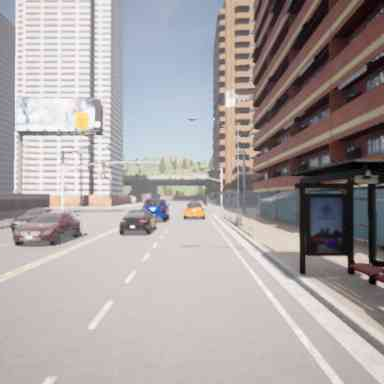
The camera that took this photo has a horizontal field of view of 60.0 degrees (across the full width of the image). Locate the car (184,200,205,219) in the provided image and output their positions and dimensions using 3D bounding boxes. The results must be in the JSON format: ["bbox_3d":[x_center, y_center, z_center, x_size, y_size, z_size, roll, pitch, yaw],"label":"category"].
[{"bbox_3d":[0.225,1.812,34.185,2.097,1.767,4.553,0,-1,0],"label":"car"}]

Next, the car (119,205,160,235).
[{"bbox_3d":[-3.326,1.806,20.895,1.812,1.442,4.674,0,-1,0],"label":"car"}]

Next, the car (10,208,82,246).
[{"bbox_3d":[-6.998,1.747,16.652,1.812,1.442,4.674,0,-1,1],"label":"car"}]

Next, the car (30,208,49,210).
[{"bbox_3d":[-10.418,1.827,22.675,1.812,1.442,4.674,0,-1,0],"label":"car"}]

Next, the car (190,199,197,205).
[{"bbox_3d":[0.324,2.680,86.166,1.812,1.442,4.674,0,-1,0],"label":"car"}]

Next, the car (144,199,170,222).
[{"bbox_3d":[-3.283,1.633,30.733,2.150,2.045,5.566,0,-1,0],"label":"car"}]
